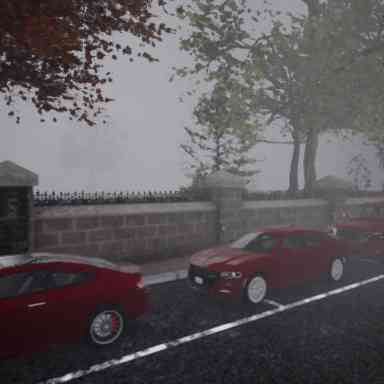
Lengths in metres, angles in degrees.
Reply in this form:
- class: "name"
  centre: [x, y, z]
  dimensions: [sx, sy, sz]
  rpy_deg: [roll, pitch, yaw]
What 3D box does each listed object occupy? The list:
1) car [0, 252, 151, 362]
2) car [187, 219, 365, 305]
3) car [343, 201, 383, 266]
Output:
- class: "car"
  centre: [-2.612, 1.579, 4.695]
  dimensions: [4.206, 1.307, 1.802]
  rpy_deg: [0, 0, -36]
- class: "car"
  centre: [1.968, 1.509, 7.970]
  dimensions: [4.507, 1.381, 1.887]
  rpy_deg: [0, 0, -36]
- class: "car"
  centre: [6.549, 1.247, 11.244]
  dimensions: [5.009, 1.841, 2.192]
  rpy_deg: [0, 0, -36]
